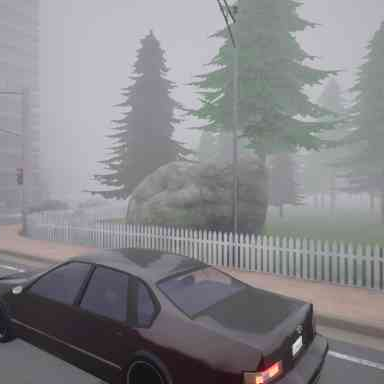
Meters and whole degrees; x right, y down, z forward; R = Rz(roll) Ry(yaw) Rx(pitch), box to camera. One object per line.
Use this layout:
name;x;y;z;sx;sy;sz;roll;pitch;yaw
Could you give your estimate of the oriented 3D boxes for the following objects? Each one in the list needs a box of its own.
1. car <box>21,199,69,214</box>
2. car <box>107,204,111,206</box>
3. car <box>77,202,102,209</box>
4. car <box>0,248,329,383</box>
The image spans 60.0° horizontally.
car;-15.235;1.492;34.907;2.033;1.411;5.357;0;0;17
car;-14.325;1.297;54.186;2.097;1.767;4.553;0;0;-12
car;-13.573;1.545;44.400;1.895;1.301;4.718;0;0;3
car;-1.015;1.547;4.712;5.357;1.411;2.033;0;0;35
